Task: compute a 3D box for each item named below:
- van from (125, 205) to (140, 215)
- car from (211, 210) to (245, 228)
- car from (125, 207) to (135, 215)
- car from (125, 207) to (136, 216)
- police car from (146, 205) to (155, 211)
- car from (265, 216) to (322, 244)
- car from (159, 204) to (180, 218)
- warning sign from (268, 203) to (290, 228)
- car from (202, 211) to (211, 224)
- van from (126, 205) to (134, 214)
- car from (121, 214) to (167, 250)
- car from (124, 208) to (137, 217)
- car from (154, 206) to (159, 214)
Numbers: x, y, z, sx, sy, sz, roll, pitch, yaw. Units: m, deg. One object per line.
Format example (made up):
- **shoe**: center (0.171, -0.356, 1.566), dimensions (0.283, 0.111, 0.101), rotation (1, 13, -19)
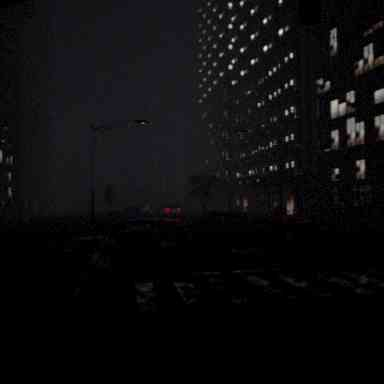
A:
- **van**: center (-6.999, 2.609, 39.223), dimensions (1.690, 1.788, 3.998), rotation (-1, -2, -11)
- **car**: center (3.412, 2.432, 29.816), dimensions (1.947, 1.339, 4.313), rotation (-1, -2, -11)
- **car**: center (-12.456, 3.757, 66.791), dimensions (1.887, 1.381, 4.507), rotation (-1, -2, -11)
- **car**: center (-11.332, 3.541, 61.110), dimensions (1.752, 1.417, 4.829), rotation (-1, -2, -11)
- **police car**: center (-11.028, 4.503, 93.553), dimensions (1.930, 1.638, 5.238), rotation (0, -2, -11)
- **car**: center (5.596, 2.049, 18.786), dimensions (2.008, 1.369, 4.403), rotation (-1, -2, -11)
- **car**: center (-3.154, 2.785, 49.657), dimensions (2.150, 2.045, 5.566), rotation (0, -2, -11)
- **warning sign**: center (6.693, 1.817, 25.611), dimensions (1.300, 1.860, 1.060), rotation (1, -1, -11)
- **car**: center (2.319, 2.618, 35.331), dimensions (1.947, 1.339, 4.313), rotation (-1, -2, -11)
- **van**: center (-13.554, 3.745, 72.310), dimensions (1.690, 1.788, 3.998), rotation (-1, -2, -11)
- **car**: center (-2.623, 2.079, 17.155), dimensions (2.008, 1.369, 4.403), rotation (-1, -2, -11)
- **car**: center (-10.271, 3.382, 55.761), dimensions (2.008, 1.369, 4.403), rotation (-1, -2, -11)
- **car**: center (-5.192, 3.394, 59.951), dimensions (1.882, 1.535, 5.008), rotation (0, -2, -11)
